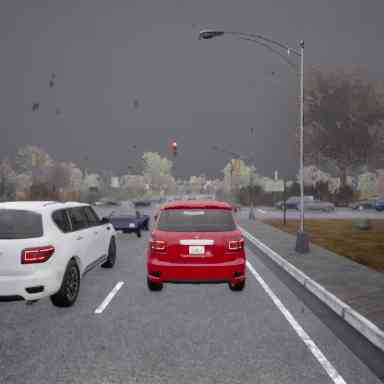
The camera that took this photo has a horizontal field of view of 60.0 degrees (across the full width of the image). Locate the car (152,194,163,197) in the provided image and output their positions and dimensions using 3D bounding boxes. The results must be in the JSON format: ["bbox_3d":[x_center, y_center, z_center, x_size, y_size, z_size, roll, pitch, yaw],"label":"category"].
[{"bbox_3d":[-7.088,1.351,65.151,2.097,1.767,4.553,0,0,1],"label":"car"}]

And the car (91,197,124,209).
[{"bbox_3d":[-11.969,1.492,47.515,2.128,1.511,4.902,0,0,20],"label":"car"}]

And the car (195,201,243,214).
[{"bbox_3d":[2.896,1.601,35.110,4.718,1.301,1.895,0,0,22],"label":"car"}]

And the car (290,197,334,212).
[{"bbox_3d":[13.750,1.564,37.511,4.181,1.385,1.994,0,0,3],"label":"car"}]

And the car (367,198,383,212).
[{"bbox_3d":[23.085,1.212,37.008,5.566,2.045,2.150,0,0,3],"label":"car"}]

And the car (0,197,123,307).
[{"bbox_3d":[-3.406,1.221,8.092,2.150,2.045,5.566,0,0,0],"label":"car"}]

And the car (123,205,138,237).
[{"bbox_3d":[-3.412,1.601,17.860,1.895,1.301,4.718,0,0,0],"label":"car"}]

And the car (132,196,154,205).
[{"bbox_3d":[-7.132,1.601,48.126,1.895,1.301,4.718,0,0,0],"label":"car"}]

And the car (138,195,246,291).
[{"bbox_3d":[0.091,1.221,9.153,2.150,2.045,5.566,0,0,0],"label":"car"}]

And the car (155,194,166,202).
[{"bbox_3d":[-7.055,1.355,75.962,2.097,1.767,4.553,0,0,0],"label":"car"}]

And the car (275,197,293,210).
[{"bbox_3d":[12.602,1.352,41.081,4.553,1.767,2.097,0,0,3],"label":"car"}]

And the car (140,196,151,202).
[{"bbox_3d":[-10.555,1.552,75.939,1.994,1.385,4.181,0,0,0],"label":"car"}]

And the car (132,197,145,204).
[{"bbox_3d":[-10.572,1.601,65.960,1.895,1.301,4.718,0,0,0],"label":"car"}]

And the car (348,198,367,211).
[{"bbox_3d":[21.732,1.498,40.588,4.892,1.490,1.837,0,0,3],"label":"car"}]

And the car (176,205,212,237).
[{"bbox_3d":[0.087,1.526,18.847,1.812,1.442,4.674,0,0,0],"label":"car"}]
